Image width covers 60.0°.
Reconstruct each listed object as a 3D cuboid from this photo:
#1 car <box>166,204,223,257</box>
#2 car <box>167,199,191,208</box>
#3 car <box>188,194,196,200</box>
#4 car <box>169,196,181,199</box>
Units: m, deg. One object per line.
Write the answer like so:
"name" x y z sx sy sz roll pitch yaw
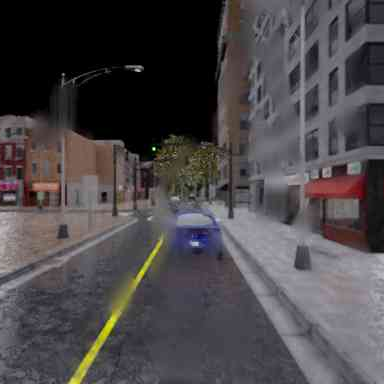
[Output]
"car" 0.087 1.451 12.858 1.882 1.535 5.008 0 0 0
"car" -0.935 1.551 28.515 1.895 1.301 4.718 0 0 -15
"car" -0.038 1.310 86.317 1.882 1.535 5.008 0 0 0
"car" -2.825 1.451 56.447 1.812 1.442 4.674 0 0 0
